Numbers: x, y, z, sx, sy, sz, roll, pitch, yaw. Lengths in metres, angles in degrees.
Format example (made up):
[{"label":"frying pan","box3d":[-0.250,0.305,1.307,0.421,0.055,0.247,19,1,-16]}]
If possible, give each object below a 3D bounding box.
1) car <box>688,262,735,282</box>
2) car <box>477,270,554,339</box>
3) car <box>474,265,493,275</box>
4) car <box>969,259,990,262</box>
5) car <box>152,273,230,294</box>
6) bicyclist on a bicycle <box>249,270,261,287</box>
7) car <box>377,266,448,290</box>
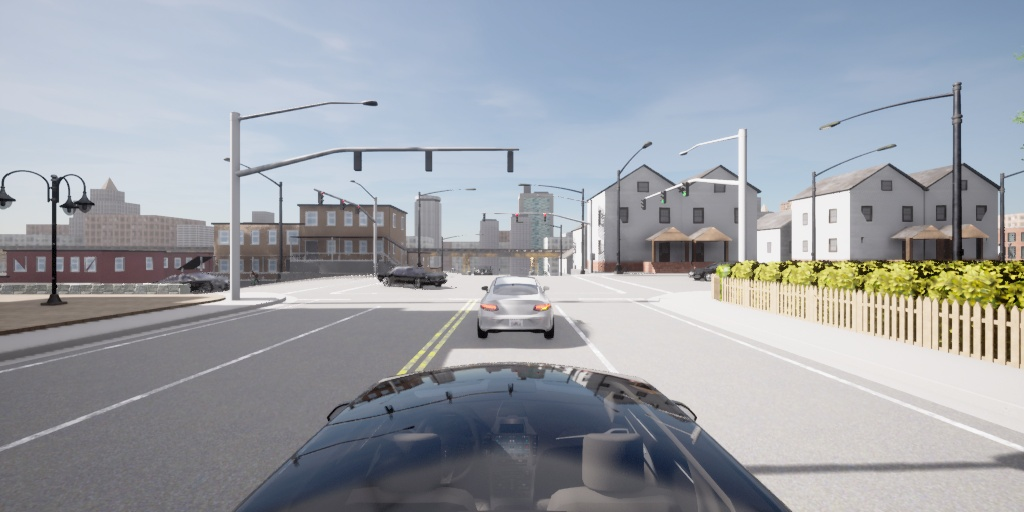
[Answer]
[{"label":"car","box3d":[16.794,1.255,28.810,4.892,1.490,1.837,0,0,-1]},{"label":"car","box3d":[0.101,1.276,10.000,1.812,1.442,4.674,0,0,0]},{"label":"car","box3d":[-3.521,2.162,45.241,2.150,2.045,5.566,0,-9,0]},{"label":"car","box3d":[36.927,1.102,29.026,4.553,1.767,2.097,0,0,-1]},{"label":"car","box3d":[-21.883,1.925,24.670,4.902,1.511,2.128,-6,0,-1]},{"label":"bicyclist on a bicycle","box3d":[-25.569,2.214,35.577,0.582,1.620,1.656,-8,0,0]},{"label":"car","box3d":[-6.211,1.320,22.378,4.718,1.301,1.895,0,0,35]}]
